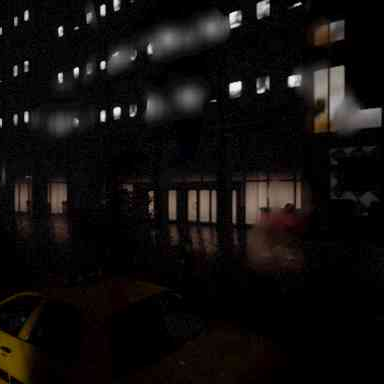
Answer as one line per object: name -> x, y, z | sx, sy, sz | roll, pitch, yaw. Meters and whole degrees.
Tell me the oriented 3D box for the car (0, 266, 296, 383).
car -> -1.352, 1.547, 3.838 | 4.829, 1.417, 1.752 | 0, 0, 36
